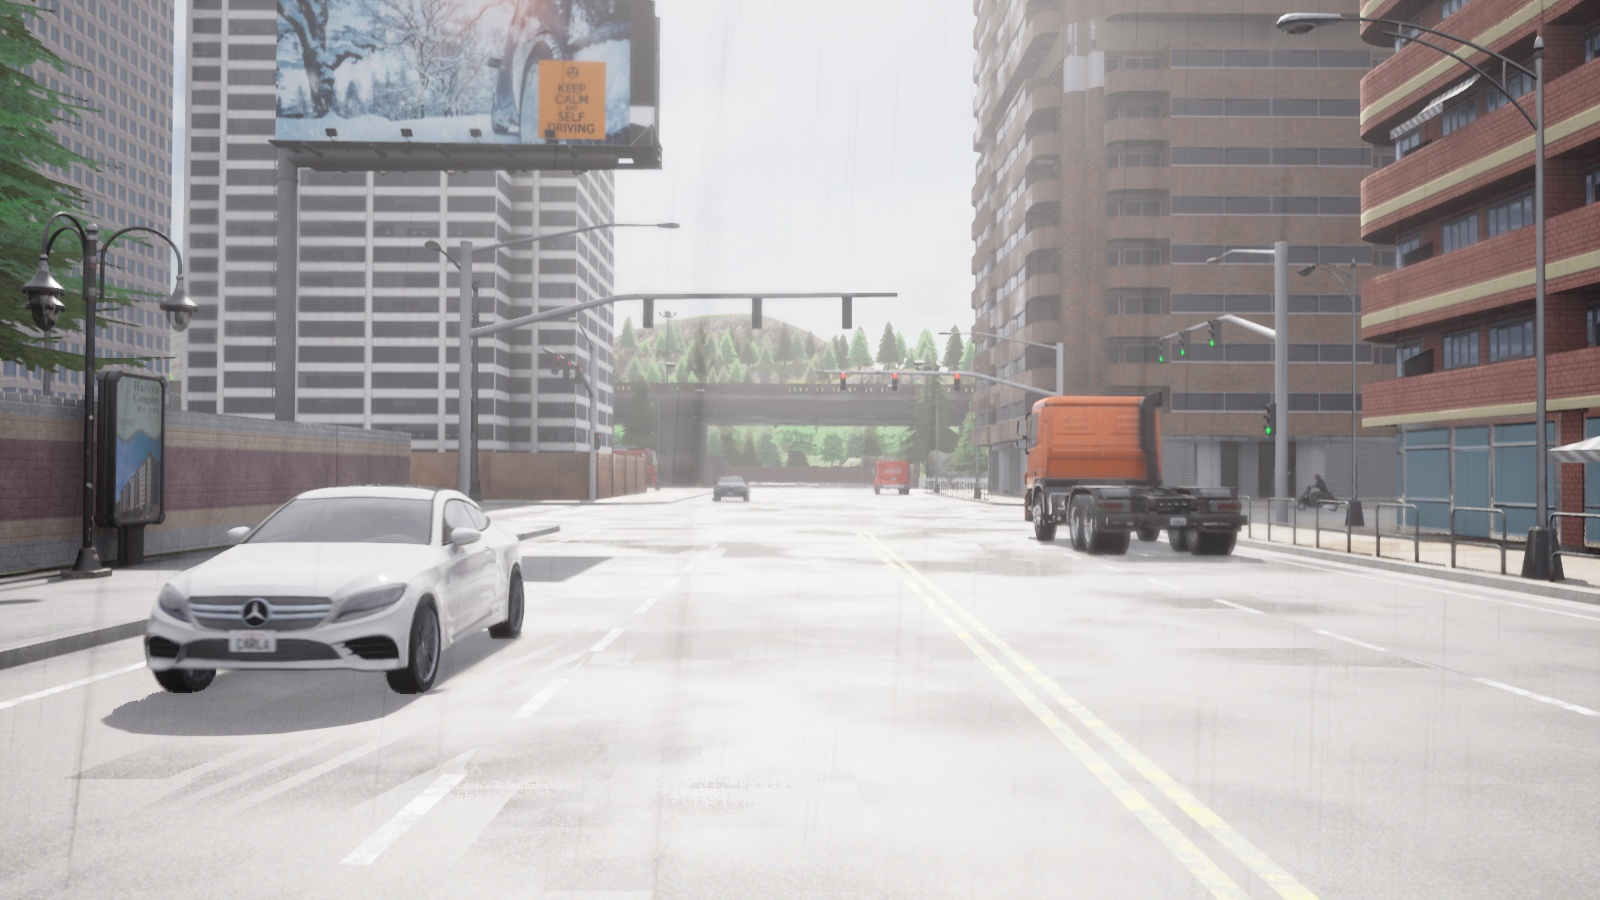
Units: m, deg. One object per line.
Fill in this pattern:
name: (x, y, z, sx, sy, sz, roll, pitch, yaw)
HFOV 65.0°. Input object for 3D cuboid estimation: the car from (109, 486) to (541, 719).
car: (-3.529, 1.044, 10.396, 1.812, 1.442, 4.674, 0, -1, 0)

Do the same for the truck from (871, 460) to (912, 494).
truck: (6.745, 1.979, 93.077, 2.627, 2.467, 5.204, 0, -1, 0)

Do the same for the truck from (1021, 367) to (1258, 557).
truck: (6.922, 0.293, 26.979, 2.891, 3.462, 7.936, 0, -1, 0)

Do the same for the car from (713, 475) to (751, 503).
car: (-3.687, 2.093, 68.620, 1.812, 1.442, 4.674, 0, -1, 0)

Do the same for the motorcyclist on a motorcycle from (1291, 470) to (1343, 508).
motorcyclist on a motorcycle: (21.772, 1.635, 52.885, 1.817, 1.590, 0.866, 0, -1, 0)
